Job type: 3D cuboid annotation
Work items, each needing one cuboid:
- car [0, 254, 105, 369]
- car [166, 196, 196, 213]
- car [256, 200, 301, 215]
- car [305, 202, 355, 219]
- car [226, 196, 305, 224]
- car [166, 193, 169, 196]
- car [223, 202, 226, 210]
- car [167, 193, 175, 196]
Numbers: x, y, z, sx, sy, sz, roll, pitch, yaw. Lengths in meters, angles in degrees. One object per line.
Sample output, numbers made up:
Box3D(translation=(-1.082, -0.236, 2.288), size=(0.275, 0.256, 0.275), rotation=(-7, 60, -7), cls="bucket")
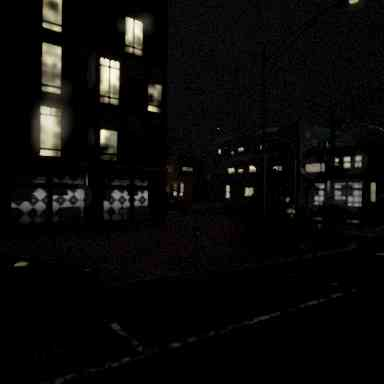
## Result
Box3D(translation=(-3.285, 1.563, 4.210), size=(4.313, 1.339, 1.947), rotation=(1, 0, -36), cls="car")
Box3D(translation=(-1.359, 1.371, 33.310), size=(1.802, 1.307, 4.206), rotation=(2, 0, -36), cls="car")
Box3D(translation=(8.677, 1.546, 33.808), size=(1.802, 1.307, 4.206), rotation=(2, 0, -36), cls="car")
Box3D(translation=(11.964, 1.578, 29.343), size=(1.887, 1.381, 4.507), rotation=(2, 0, -36), cls="car")
Box3D(translation=(5.223, 1.242, 24.376), size=(2.192, 1.841, 5.009), rotation=(2, 0, -36), cls="car")
Box3D(translation=(-4.463, 0.997, 51.678), size=(2.192, 1.841, 5.009), rotation=(2, 0, -36), cls="car")
Box3D(translation=(5.392, 1.335, 38.278), size=(1.967, 1.590, 4.097), rotation=(2, 0, -36), cls="car")
Box3D(translation=(-1.183, 1.305, 47.211), size=(2.008, 1.369, 4.403), rotation=(2, 0, -36), cls="car")
